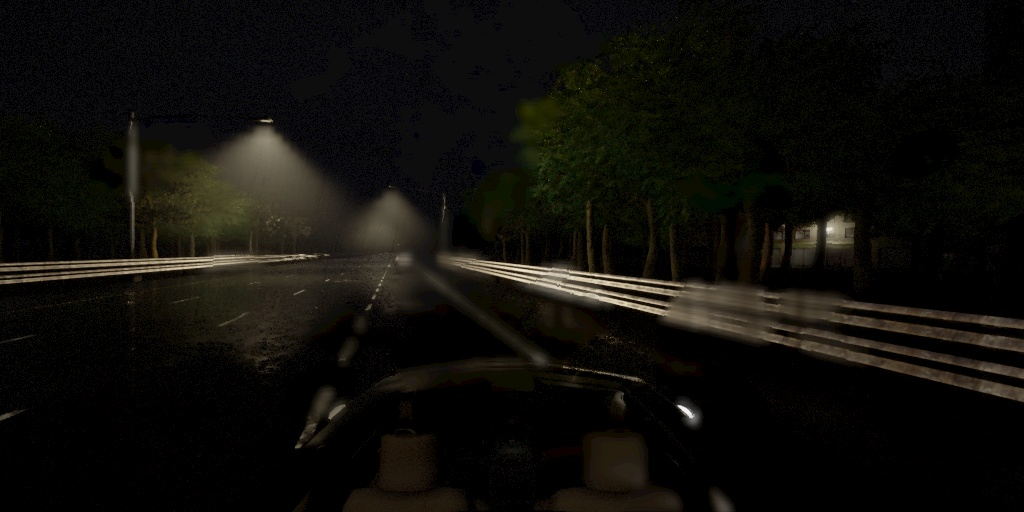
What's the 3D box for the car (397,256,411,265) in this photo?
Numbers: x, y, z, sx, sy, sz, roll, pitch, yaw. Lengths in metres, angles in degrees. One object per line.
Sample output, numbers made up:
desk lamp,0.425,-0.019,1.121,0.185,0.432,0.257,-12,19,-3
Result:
car,-15.914,0.693,53.065,1.895,1.301,4.718,0,1,-13
